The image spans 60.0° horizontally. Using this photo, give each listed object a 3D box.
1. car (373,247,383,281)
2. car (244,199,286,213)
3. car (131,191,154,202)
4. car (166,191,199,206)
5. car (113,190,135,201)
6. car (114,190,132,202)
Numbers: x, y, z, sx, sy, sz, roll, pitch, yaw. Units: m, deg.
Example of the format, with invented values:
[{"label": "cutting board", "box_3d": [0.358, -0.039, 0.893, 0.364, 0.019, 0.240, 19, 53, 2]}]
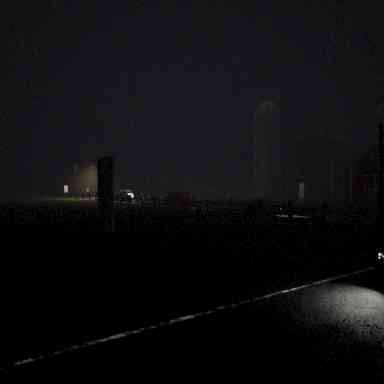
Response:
[{"label": "car", "box_3d": [6.574, 1.523, 8.681, 4.674, 1.442, 1.812, 0, 0, -37]}, {"label": "car", "box_3d": [7.077, 1.365, 32.465, 1.994, 1.385, 4.181, -1, 1, -36]}, {"label": "car", "box_3d": [-8.284, 0.981, 58.698, 2.128, 1.511, 4.902, -1, 1, -36]}, {"label": "car", "box_3d": [-1.327, 0.888, 44.126, 2.150, 2.045, 5.566, -1, 1, -36]}, {"label": "car", "box_3d": [-13.615, 0.621, 66.055, 2.150, 2.045, 5.566, -1, 1, -36]}, {"label": "car", "box_3d": [-12.375, 0.831, 59.611, 2.097, 1.767, 4.553, -1, 1, -35]}]
